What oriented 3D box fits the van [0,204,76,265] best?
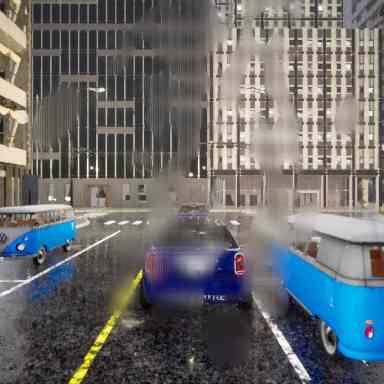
[{"bbox_3d":[-5.335,1.345,11.325,1.690,1.788,3.998,0,0,0],"label":"van"}]

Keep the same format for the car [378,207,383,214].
[{"bbox_3d":[18.980,1.490,29.080,4.829,1.417,1.752,0,0,0],"label":"car"}]

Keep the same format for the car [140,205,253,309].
[{"bbox_3d":[0.083,1.354,8.031,2.097,1.767,4.553,0,0,0],"label":"car"}]

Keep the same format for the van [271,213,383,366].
[{"bbox_3d":[2.558,1.343,5.658,1.690,1.788,3.998,0,0,0],"label":"van"}]

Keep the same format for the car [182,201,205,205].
[{"bbox_3d":[0.085,1.359,18.057,2.097,1.767,4.553,0,0,0],"label":"car"}]
